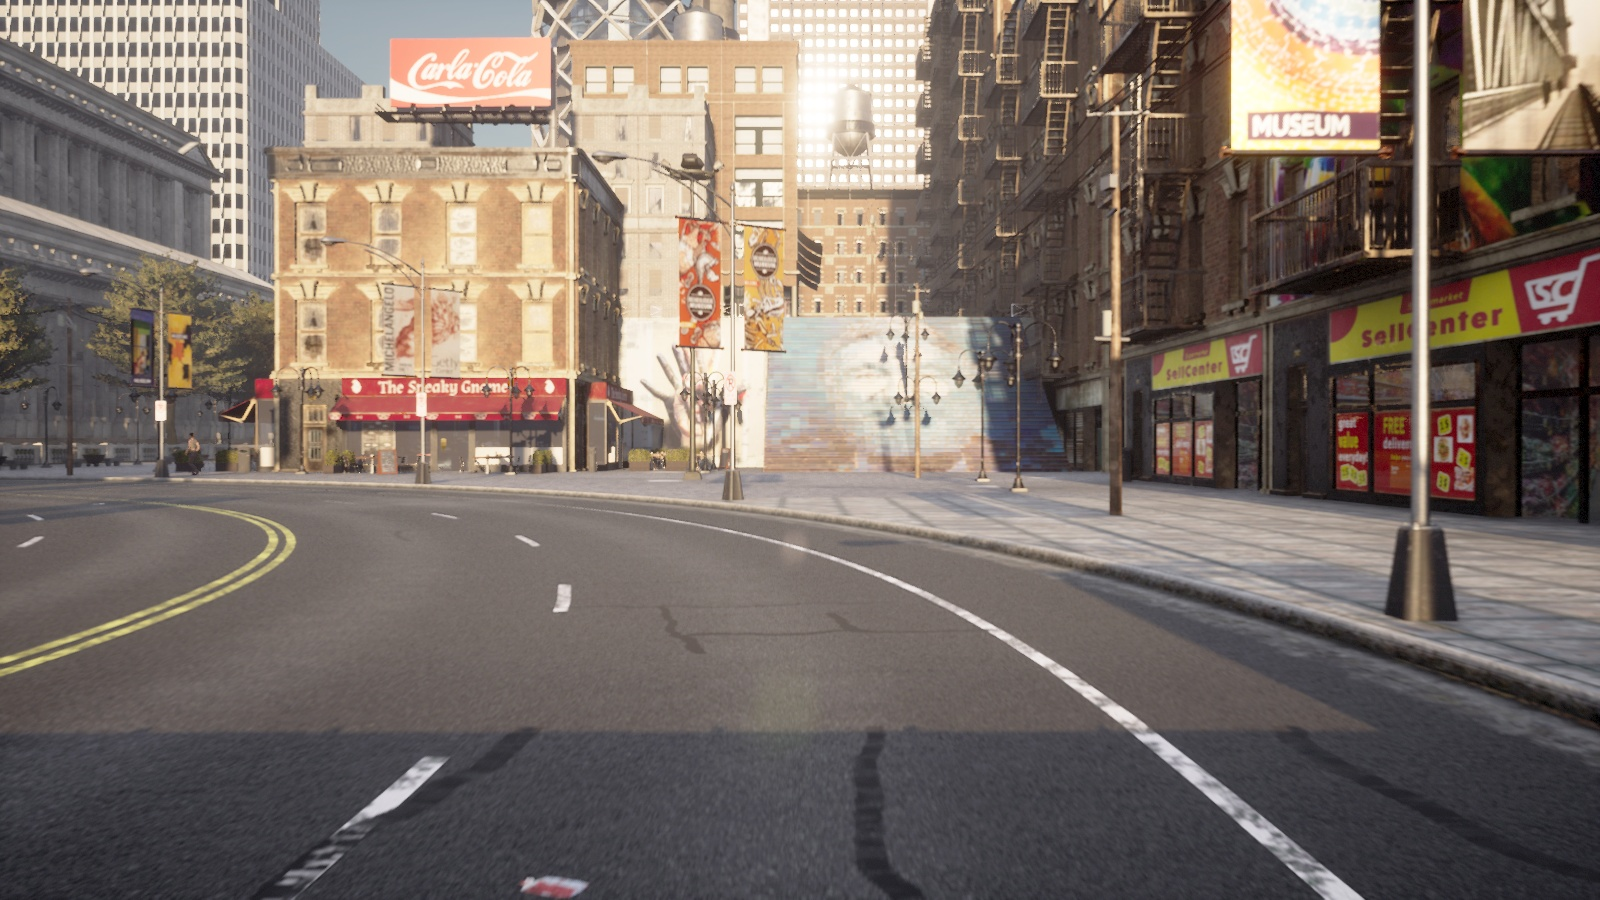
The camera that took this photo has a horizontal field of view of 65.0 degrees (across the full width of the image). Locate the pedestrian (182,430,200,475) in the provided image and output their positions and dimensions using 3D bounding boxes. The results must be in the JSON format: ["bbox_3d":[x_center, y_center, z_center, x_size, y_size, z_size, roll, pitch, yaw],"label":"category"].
[{"bbox_3d":[-25.151,0.094,51.880,0.594,1.836,0.345,0,0,17],"label":"pedestrian"}]
